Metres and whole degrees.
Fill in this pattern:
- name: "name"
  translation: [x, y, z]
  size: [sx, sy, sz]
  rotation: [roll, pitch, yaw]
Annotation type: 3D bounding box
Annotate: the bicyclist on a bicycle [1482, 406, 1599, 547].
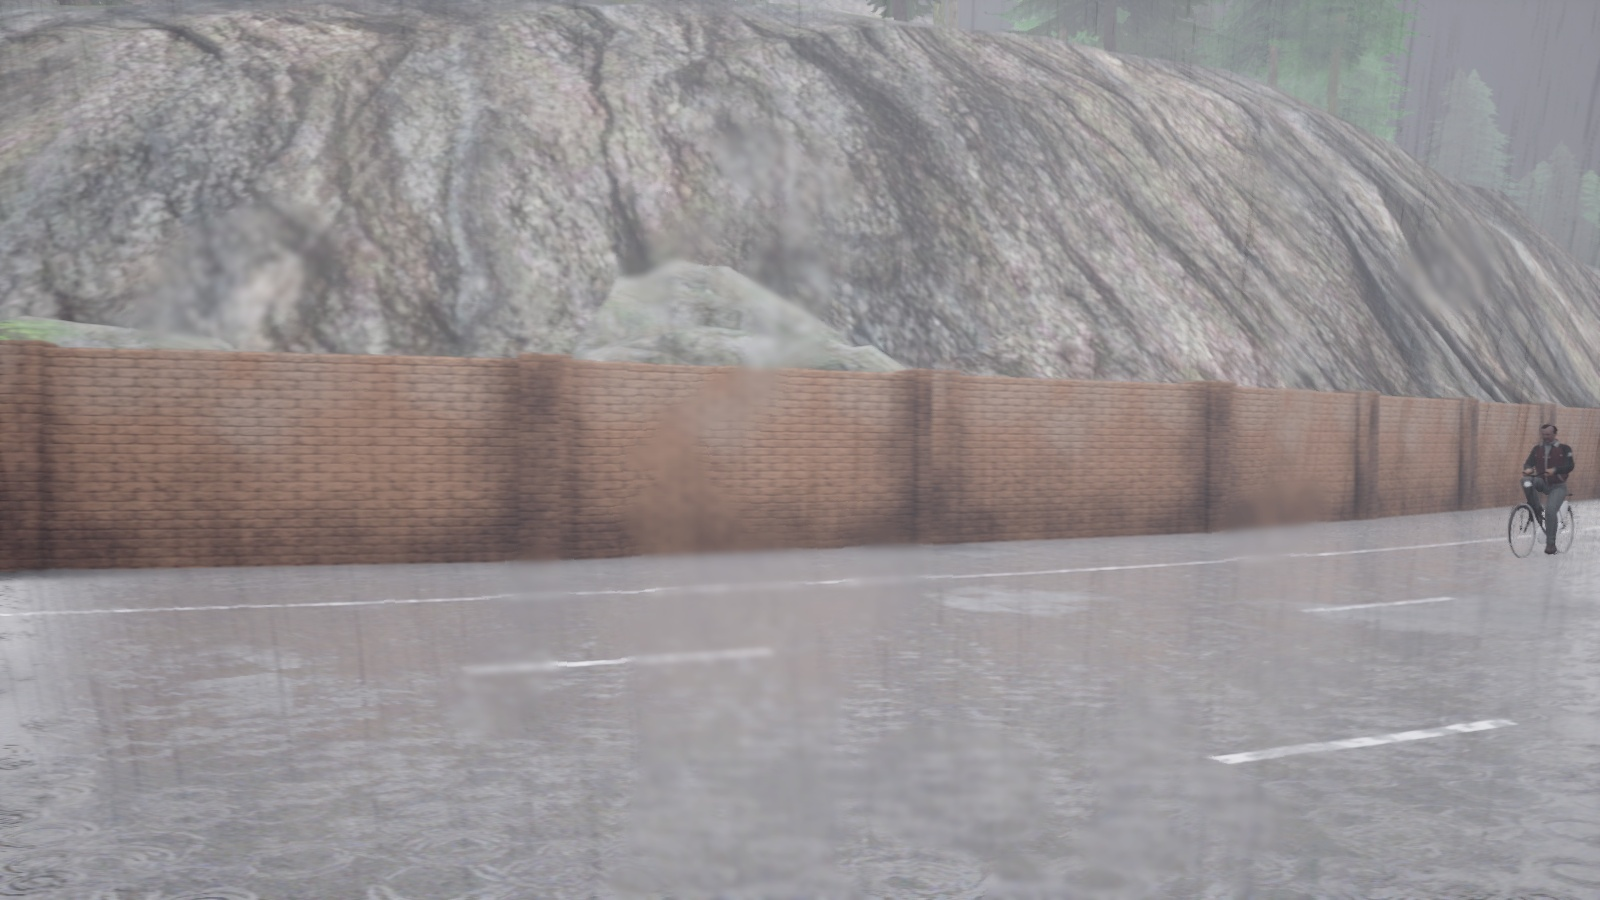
- name: "bicyclist on a bicycle"
  translation: [9.811, 0.325, 16.581]
  size: [1.843, 1.776, 0.659]
  rotation: [-1, 0, -36]
